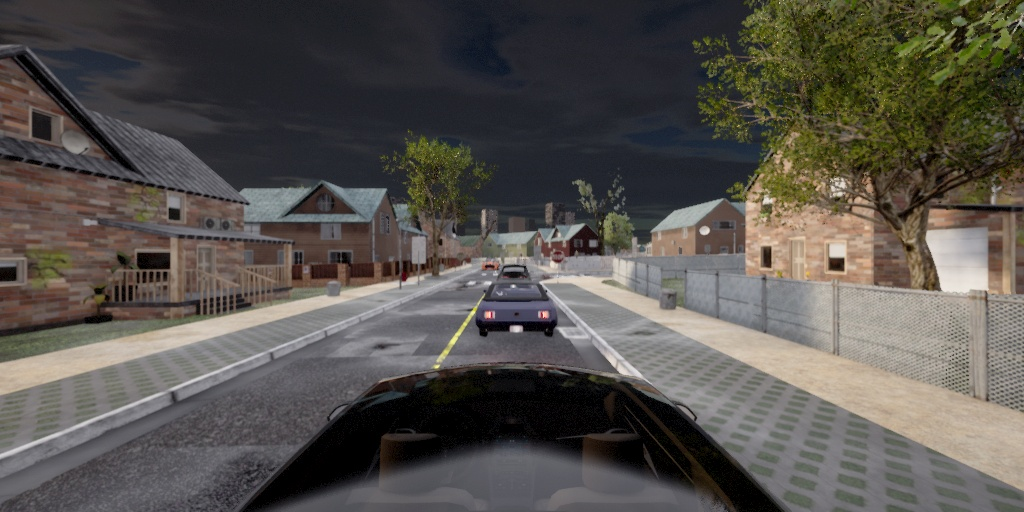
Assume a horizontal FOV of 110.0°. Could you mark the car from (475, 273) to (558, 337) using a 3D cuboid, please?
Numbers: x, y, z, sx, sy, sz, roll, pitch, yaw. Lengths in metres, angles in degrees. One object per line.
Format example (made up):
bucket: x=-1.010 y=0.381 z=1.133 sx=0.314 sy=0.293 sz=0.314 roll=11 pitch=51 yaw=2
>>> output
car: x=0.100 y=1.345 z=10.243 sx=1.895 sy=1.301 sz=4.718 roll=0 pitch=0 yaw=0

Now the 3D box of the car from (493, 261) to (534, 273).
car: x=0.186 y=1.238 z=20.516 sx=1.837 sy=1.490 sz=4.892 roll=0 pitch=0 yaw=3

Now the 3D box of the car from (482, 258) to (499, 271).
car: x=-2.845 y=1.041 z=47.619 sx=2.097 sy=1.767 sz=4.553 roll=0 pitch=0 yaw=0
